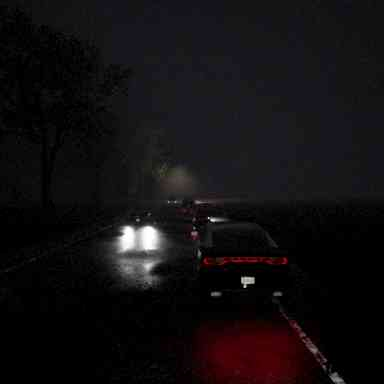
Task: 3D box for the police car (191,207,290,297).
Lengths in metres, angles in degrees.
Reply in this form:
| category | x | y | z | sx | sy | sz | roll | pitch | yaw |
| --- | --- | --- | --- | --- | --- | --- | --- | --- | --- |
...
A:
| category | x | y | z | sx | sy | sz | roll | pitch | yaw |
| --- | --- | --- | --- | --- | --- | --- | --- | --- | --- |
| police car | 1.017 | 1.426 | 8.718 | 1.930 | 1.638 | 5.238 | 0 | 0 | 0 |

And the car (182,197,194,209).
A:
| category | x | y | z | sx | sy | sz | roll | pitch | yaw |
| --- | --- | --- | --- | --- | --- | --- | --- | --- | --- |
| car | -0.468 | 1.631 | 46.916 | 1.895 | 1.301 | 4.718 | 0 | 0 | -1 |

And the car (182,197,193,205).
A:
| category | x | y | z | sx | sy | sz | roll | pitch | yaw |
| --- | --- | --- | --- | --- | --- | --- | --- | --- | --- |
| car | -0.807 | 1.613 | 61.882 | 1.994 | 1.385 | 4.181 | 0 | 0 | -1 |

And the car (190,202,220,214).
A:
| category | x | y | z | sx | sy | sz | roll | pitch | yaw |
| --- | --- | --- | --- | --- | --- | --- | --- | --- | --- |
| car | 0.945 | 1.511 | 18.618 | 1.837 | 1.490 | 4.892 | 0 | 0 | -1 |

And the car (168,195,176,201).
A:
| category | x | y | z | sx | sy | sz | roll | pitch | yaw |
| --- | --- | --- | --- | --- | --- | --- | --- | --- | --- |
| car | -4.919 | 1.564 | 83.176 | 1.882 | 1.535 | 5.008 | 0 | 0 | -2 |

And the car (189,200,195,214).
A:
| category | x | y | z | sx | sy | sz | roll | pitch | yaw |
| --- | --- | --- | --- | --- | --- | --- | --- | --- | --- |
| car | 0.886 | 1.535 | 24.623 | 1.812 | 1.442 | 4.674 | 0 | 0 | -1 |

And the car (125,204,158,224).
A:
| category | x | y | z | sx | sy | sz | roll | pitch | yaw |
| --- | --- | --- | --- | --- | --- | --- | --- | --- | --- |
| car | -3.676 | 1.610 | 24.753 | 1.895 | 1.301 | 4.718 | 0 | 0 | -1 |
